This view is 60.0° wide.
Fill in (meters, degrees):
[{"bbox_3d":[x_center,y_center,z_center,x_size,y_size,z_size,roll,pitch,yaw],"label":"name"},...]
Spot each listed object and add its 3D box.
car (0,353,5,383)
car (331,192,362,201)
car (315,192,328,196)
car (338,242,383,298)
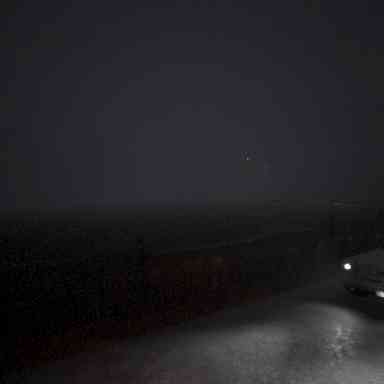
[{"bbox_3d":[-3.392,1.562,1.135,4.892,1.490,1.837,0,-1,-34],"label":"car"},{"bbox_3d":[32.006,0.981,69.387,2.242,1.667,4.611,-1,0,-37],"label":"car"},{"bbox_3d":[35.125,0.763,88.424,1.932,1.855,4.605,-1,0,-37],"label":"car"},{"bbox_3d":[5.299,1.558,7.435,4.718,1.301,1.895,-1,0,-37],"label":"car"}]
